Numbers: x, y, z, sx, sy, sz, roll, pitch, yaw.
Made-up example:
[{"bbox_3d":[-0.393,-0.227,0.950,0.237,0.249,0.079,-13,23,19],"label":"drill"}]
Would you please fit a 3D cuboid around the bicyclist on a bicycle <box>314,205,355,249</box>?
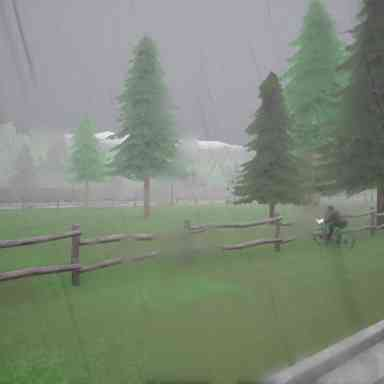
[{"bbox_3d":[5.419,1.348,12.707,0.582,1.620,1.656,0,3,-37],"label":"bicyclist on a bicycle"}]
